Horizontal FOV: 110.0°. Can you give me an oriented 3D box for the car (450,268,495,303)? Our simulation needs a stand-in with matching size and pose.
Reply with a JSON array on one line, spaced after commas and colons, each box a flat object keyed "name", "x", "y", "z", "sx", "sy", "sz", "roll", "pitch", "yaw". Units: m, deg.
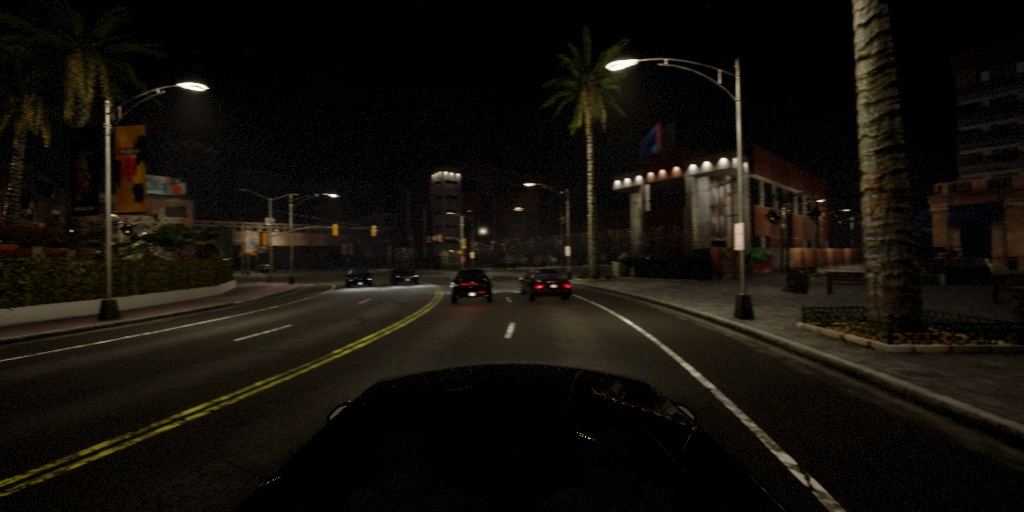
[{"name": "car", "x": -2.008, "y": 1.393, "z": 17.831, "sx": 1.837, "sy": 1.490, "sz": 4.892, "roll": -1, "pitch": 0, "yaw": -7}]

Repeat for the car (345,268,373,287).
[{"name": "car", "x": -12.416, "y": 1.688, "z": 28.962, "sx": 2.033, "sy": 1.411, "sz": 5.357, "roll": -1, "pitch": 0, "yaw": -26}]

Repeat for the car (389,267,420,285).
[{"name": "car", "x": -9.129, "y": 1.616, "z": 30.138, "sx": 1.812, "sy": 1.442, "sz": 4.674, "roll": -1, "pitch": -1, "yaw": -25}]

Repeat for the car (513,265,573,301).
[{"name": "car", "x": 1.522, "y": 1.370, "z": 17.896, "sx": 2.033, "sy": 1.411, "sz": 5.357, "roll": -1, "pitch": 0, "yaw": -6}]
